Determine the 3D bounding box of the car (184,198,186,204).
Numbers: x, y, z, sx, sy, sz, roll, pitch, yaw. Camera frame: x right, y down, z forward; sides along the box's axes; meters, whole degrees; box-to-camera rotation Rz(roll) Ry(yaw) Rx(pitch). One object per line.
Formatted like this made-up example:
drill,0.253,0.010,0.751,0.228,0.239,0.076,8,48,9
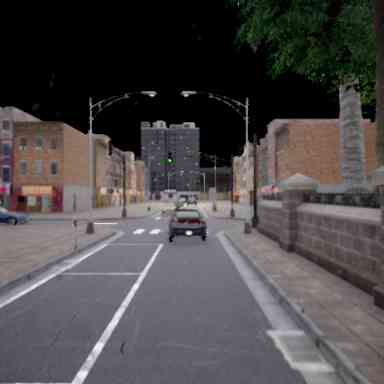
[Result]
car,-2.640,2.135,61.440,1.947,1.339,4.313,0,-1,0

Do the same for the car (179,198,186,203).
car,-2.641,2.406,93.981,1.752,1.417,4.829,0,-1,0

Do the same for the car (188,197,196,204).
car,-0.001,2.081,80.608,1.882,1.535,5.008,0,-1,0

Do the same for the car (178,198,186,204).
car,-2.641,2.381,88.700,2.008,1.369,4.403,0,-1,0

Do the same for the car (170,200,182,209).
car,-2.640,2.041,55.819,1.752,1.417,4.829,0,-1,0

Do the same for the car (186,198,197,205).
car,-0.001,2.005,70.572,2.097,1.767,4.553,0,-1,0

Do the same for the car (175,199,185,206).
car,-2.641,2.224,72.344,2.008,1.369,4.403,0,-1,0

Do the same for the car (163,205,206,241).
car,-0.405,1.666,17.764,1.837,1.490,4.892,1,-1,-6

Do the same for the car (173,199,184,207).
car,-2.640,2.187,66.892,1.947,1.339,4.313,0,-1,0

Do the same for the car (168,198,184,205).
car,-2.641,1.730,45.087,2.192,1.841,5.009,0,-1,0

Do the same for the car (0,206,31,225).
car,-14.602,1.771,24.939,4.674,1.442,1.812,0,0,0

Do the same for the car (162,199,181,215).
car,-2.640,1.888,39.463,1.752,1.417,4.829,0,-1,0
